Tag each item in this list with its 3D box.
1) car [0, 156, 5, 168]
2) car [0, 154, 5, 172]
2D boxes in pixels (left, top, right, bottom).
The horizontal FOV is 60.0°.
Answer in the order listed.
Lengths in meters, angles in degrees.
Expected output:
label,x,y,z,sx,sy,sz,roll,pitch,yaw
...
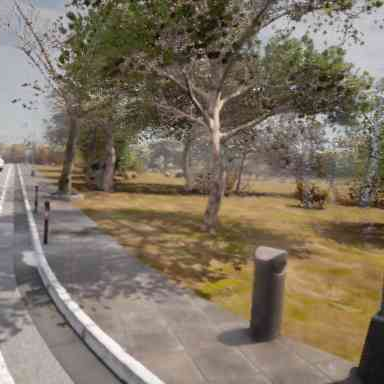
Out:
label,x,y,z,sx,sy,sz,roll,pitch,yaw
car,-27.936,-4.395,47.455,2.128,1.511,4.902,3,5,-28
car,-22.894,-3.474,38.127,2.150,2.045,5.566,3,5,-28
